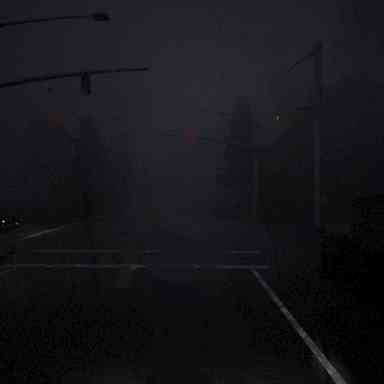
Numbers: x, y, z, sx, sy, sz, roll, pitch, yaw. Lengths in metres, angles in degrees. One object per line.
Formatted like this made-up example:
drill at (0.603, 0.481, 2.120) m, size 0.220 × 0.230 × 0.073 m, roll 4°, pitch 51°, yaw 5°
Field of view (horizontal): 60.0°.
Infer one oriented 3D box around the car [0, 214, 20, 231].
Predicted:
car at (-12.032, 1.504, 18.035) m, size 4.892 × 1.490 × 1.837 m, roll 0°, pitch 0°, yaw -7°
